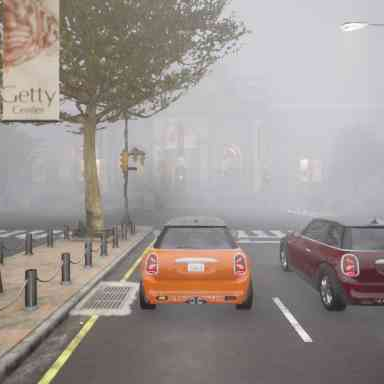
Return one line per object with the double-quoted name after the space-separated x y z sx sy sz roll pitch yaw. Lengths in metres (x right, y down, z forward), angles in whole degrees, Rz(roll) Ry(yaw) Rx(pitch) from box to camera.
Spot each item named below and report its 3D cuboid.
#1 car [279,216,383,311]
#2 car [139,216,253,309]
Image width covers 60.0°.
3.584 1.352 7.907 2.097 1.767 4.553 0 0 0 "car"
0.084 1.352 8.003 2.097 1.767 4.553 0 0 0 "car"
